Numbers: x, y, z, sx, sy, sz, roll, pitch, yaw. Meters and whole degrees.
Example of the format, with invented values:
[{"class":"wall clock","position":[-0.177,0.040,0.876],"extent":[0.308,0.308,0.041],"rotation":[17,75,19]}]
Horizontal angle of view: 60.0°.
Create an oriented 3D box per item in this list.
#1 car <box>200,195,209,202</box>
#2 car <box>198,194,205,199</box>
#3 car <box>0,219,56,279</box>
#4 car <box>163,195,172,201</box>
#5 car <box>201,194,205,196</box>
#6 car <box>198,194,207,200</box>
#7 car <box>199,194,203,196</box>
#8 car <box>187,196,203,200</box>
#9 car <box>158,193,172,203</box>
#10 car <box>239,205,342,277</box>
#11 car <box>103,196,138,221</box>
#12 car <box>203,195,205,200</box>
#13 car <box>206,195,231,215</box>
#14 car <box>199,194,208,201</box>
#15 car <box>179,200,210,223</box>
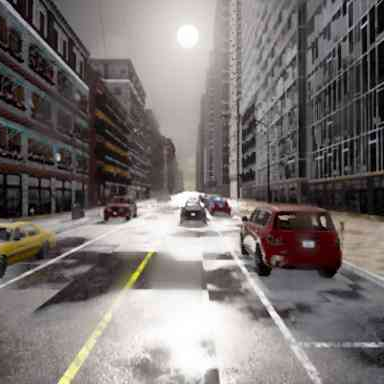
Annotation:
[{"class":"car","position":[2.668,1.392,72.271],"extent":[1.887,1.381,4.507],"rotation":[1,0,0]},{"class":"car","position":[2.657,1.343,94.876],"extent":[2.008,1.369,4.403],"rotation":[1,0,0]},{"class":"car","position":[-5.682,1.507,9.935],"extent":[1.752,1.417,4.829],"rotation":[1,0,0]},{"class":"car","position":[-5.715,1.399,77.921],"extent":[1.947,1.339,4.313],"rotation":[1,0,0]},{"class":"car","position":[2.678,1.466,49.667],"extent":[1.947,1.339,4.313],"rotation":[1,0,0]},{"class":"car","position":[2.664,1.260,83.574],"extent":[1.967,1.590,4.097],"rotation":[1,0,0]},{"class":"car","position":[2.670,1.426,66.621],"extent":[1.947,1.339,4.313],"rotation":[1,0,0]},{"class":"car","position":[0.082,1.517,41.798],"extent":[1.895,1.301,4.718],"rotation":[0,0,0]},{"class":"car","position":[-5.706,1.175,66.618],"extent":[2.192,1.841,5.009],"rotation":[1,0,0]},{"class":"car","position":[2.701,1.297,10.107],"extent":[2.192,1.841,5.009],"rotation":[1,0,0]},{"class":"car","position":[-5.687,1.262,27.059],"extent":[2.192,1.841,5.009],"rotation":[1,0,0]},{"class":"car","position":[2.681,1.478,44.016],"extent":[1.947,1.339,4.313],"rotation":[1,0,0]},{"class":"car","position":[2.688,1.376,32.712],"extent":[1.967,1.590,4.097],"rotation":[1,0,0]},{"class":"car","position":[2.667,1.273,77.923],"extent":[1.967,1.590,4.097],"rotation":[1,0,0]},{"class":"car","position":[0.089,1.515,25.049],"extent":[1.994,1.385,4.181],"rotation":[0,0,0]}]
